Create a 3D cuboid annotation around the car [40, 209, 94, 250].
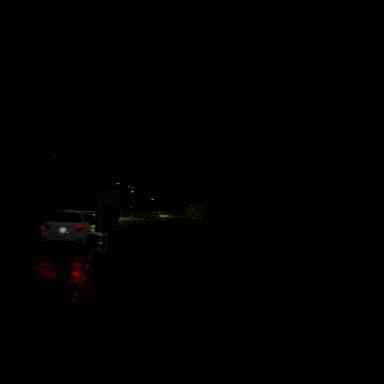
[{"bbox_3d":[-6.829,1.986,18.382,2.150,2.045,5.566,4,-4,-15],"label":"car"}]
